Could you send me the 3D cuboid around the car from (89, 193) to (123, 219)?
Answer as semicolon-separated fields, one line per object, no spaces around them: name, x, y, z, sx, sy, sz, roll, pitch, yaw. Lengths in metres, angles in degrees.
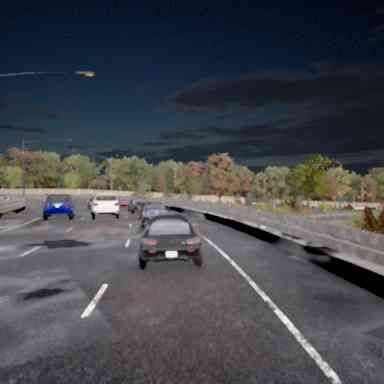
car;-7.439;1.102;28.380;2.150;2.045;5.566;0;1;-17

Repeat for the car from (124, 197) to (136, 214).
car;-5.408;1.344;33.691;1.837;1.490;4.892;0;1;-18

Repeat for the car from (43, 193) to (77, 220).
car;-10.696;1.127;27.050;2.150;2.045;5.566;0;1;-17

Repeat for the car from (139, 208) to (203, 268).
car;-0.753;1.468;10.982;1.812;1.442;4.674;0;0;-6

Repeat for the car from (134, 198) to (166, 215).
car;-2.852;1.425;24.303;2.033;1.411;5.357;0;0;-13

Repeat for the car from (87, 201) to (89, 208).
car;-11.756;1.378;40.987;2.033;1.411;5.357;0;0;-22
